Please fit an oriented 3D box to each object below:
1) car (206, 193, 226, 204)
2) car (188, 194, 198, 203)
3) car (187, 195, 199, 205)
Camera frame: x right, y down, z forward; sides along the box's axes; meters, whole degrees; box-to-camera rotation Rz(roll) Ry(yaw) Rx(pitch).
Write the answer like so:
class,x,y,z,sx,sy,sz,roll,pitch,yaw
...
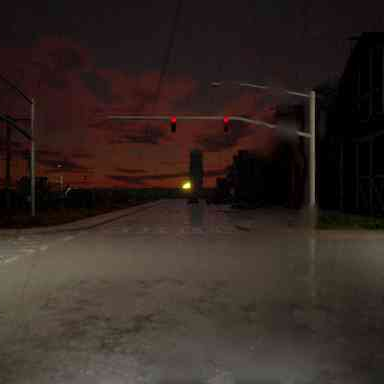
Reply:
class,x,y,z,sx,sy,sz,roll,pitch,yaw
car,4.321,1.144,59.865,1.905,1.878,3.866,-8,3,-42
car,0.179,1.352,67.303,2.097,1.767,4.553,0,0,0
car,0.194,1.496,57.563,2.033,1.411,5.357,0,-1,1
